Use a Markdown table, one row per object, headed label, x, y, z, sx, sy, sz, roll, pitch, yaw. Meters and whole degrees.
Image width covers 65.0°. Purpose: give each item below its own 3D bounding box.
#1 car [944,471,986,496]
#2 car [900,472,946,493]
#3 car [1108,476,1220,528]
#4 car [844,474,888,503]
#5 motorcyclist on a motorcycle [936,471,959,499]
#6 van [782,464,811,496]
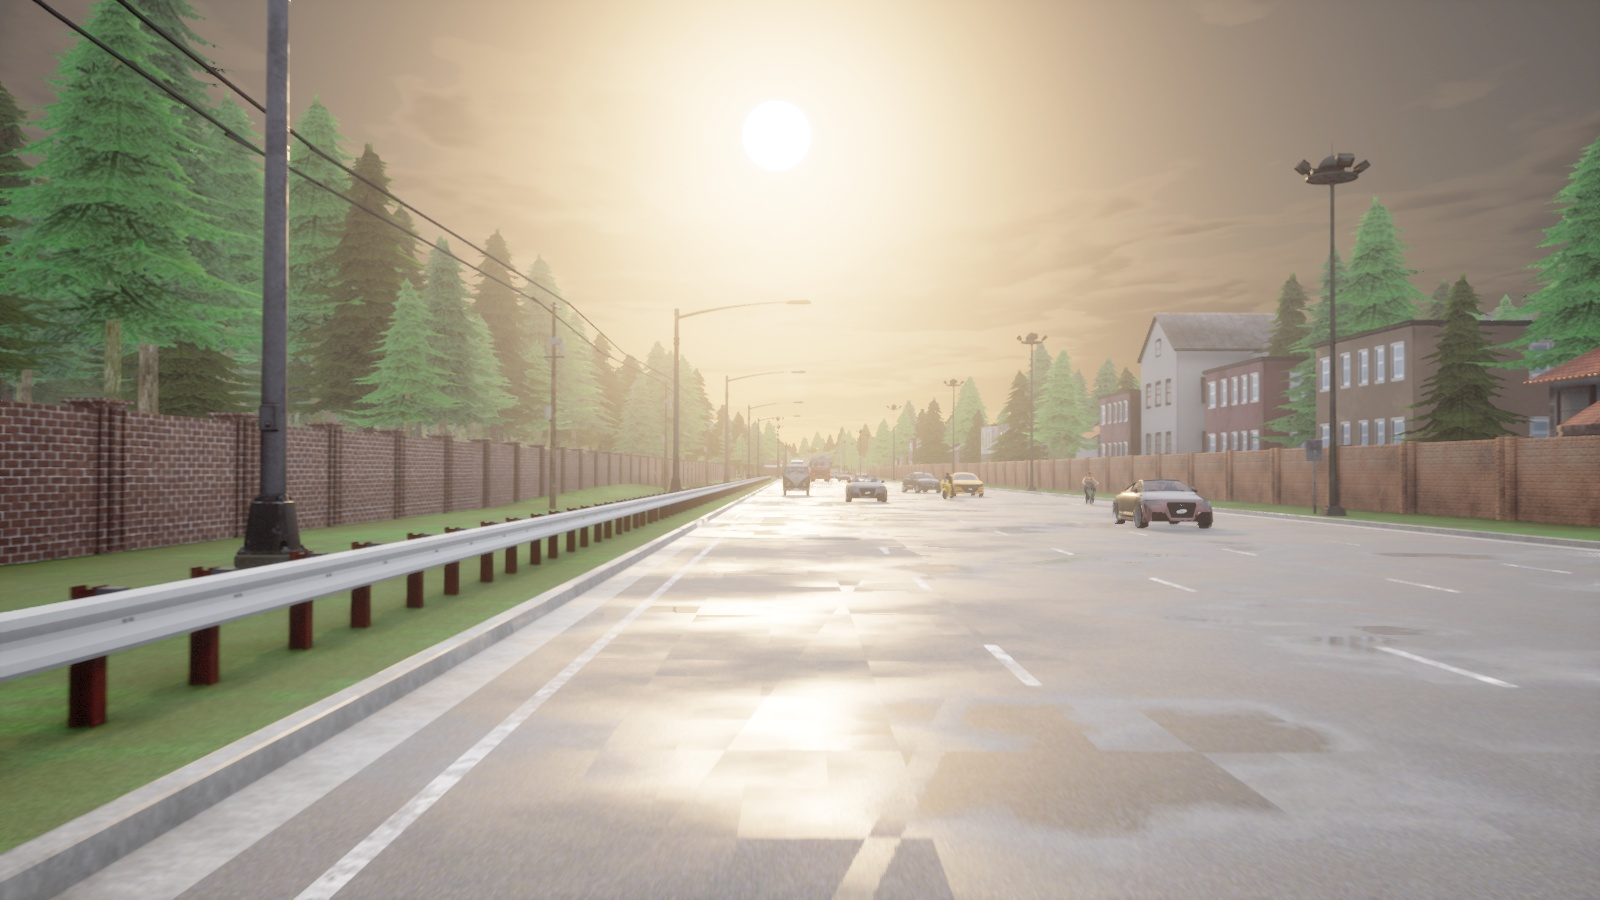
| label | x | y | z | sx | sy | sz | roll | pitch | yaw |
| --- | --- | --- | --- | --- | --- | --- | --- | --- | --- |
| car | 10.320 | 2.076 | 78.891 | 1.882 | 1.535 | 5.008 | 0 | -1 | -1 |
| car | 8.934 | 2.324 | 91.674 | 1.837 | 1.490 | 4.892 | 0 | -1 | -14 |
| car | 10.406 | 1.445 | 36.192 | 1.994 | 1.385 | 4.181 | 0 | -1 | 0 |
| car | 3.335 | 1.935 | 63.693 | 1.994 | 1.385 | 4.181 | 0 | -1 | 0 |
| motorcyclist on a motorcycle | 8.212 | 1.938 | 69.908 | 0.797 | 1.523 | 2.044 | -1 | -1 | 21 |
| van | -0.209 | 1.919 | 80.427 | 1.775 | 1.987 | 4.442 | 0 | -1 | 0 |
